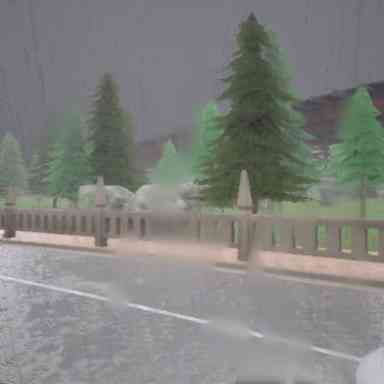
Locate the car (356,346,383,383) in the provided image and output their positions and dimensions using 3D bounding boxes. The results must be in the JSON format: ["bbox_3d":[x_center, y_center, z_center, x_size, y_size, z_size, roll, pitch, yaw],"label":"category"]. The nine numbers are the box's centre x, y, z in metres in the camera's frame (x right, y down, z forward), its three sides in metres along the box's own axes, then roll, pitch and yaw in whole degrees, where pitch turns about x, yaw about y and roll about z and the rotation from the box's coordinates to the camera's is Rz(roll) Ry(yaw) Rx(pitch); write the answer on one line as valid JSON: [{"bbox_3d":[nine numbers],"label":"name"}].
[{"bbox_3d":[3.284,1.496,1.472,4.674,1.442,1.812,-1,0,36],"label":"car"}]
